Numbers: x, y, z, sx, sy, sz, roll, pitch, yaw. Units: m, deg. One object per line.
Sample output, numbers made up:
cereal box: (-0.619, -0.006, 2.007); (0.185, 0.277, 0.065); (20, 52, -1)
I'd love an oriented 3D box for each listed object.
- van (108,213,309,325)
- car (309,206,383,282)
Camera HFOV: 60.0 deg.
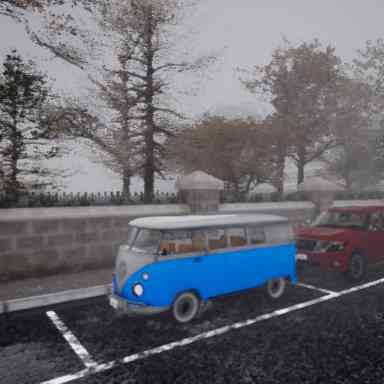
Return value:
van: (0.395, 1.361, 6.845); (3.998, 1.788, 1.690); (0, 0, -35)
car: (4.903, 1.362, 10.059); (5.009, 1.841, 2.192); (0, -1, -35)
